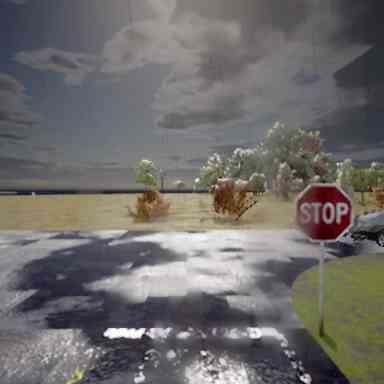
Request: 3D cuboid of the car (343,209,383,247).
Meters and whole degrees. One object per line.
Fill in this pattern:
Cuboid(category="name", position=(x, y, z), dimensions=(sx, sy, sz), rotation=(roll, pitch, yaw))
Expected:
Cuboid(category="car", position=(8.686, 1.438, 13.960), dimensions=(4.674, 1.442, 1.812), rotation=(0, 0, -7))
